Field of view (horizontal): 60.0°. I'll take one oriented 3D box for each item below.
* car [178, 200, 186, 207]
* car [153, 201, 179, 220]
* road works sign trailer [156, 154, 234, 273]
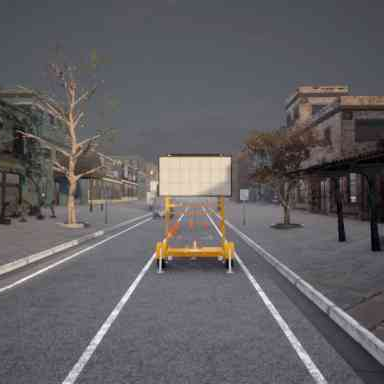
[{"bbox_3d":[-2.297,2.395,71.924,2.128,1.511,4.902,0,0,1],"label":"car"},{"bbox_3d":[-2.779,1.913,33.121,2.128,1.511,4.902,0,-1,1],"label":"car"},{"bbox_3d":[0.104,0.552,10.933,2.380,3.560,2.880,0,-1,1],"label":"road works sign trailer"}]
